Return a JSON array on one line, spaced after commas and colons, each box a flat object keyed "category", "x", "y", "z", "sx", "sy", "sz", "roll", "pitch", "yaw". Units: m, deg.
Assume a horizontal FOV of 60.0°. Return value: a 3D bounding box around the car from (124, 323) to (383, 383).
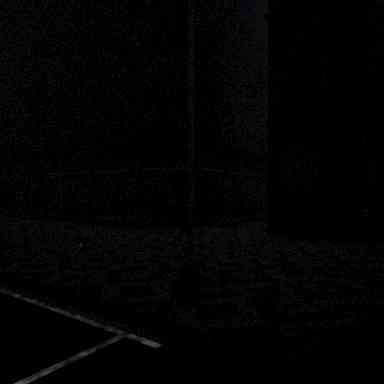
[{"category": "car", "x": 1.306, "y": 1.579, "z": 2.028, "sx": 4.206, "sy": 1.307, "sz": 1.802, "roll": 0, "pitch": 0, "yaw": 36}]
